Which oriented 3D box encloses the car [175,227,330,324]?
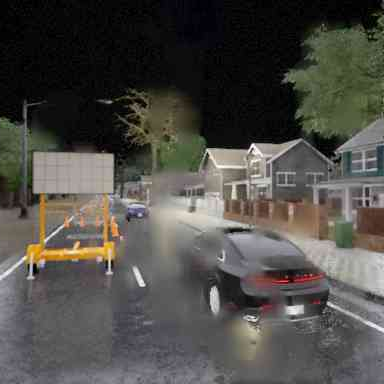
[{"bbox_3d":[0.912,1.525,7.327,1.837,1.490,4.892,0,0,-15],"label":"car"}]

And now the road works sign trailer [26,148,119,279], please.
[{"bbox_3d":[-3.614,0.489,10.296,2.380,3.560,2.880,0,0,-15],"label":"road works sign trailer"}]

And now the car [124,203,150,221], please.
[{"bbox_3d":[-4.619,1.603,27.796,1.812,1.442,4.674,0,0,-15],"label":"car"}]
